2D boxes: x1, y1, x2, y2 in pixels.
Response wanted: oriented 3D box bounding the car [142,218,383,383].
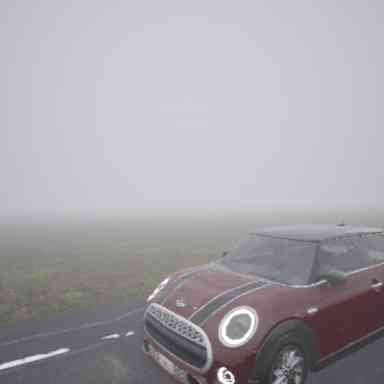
[{"bbox_3d":[1.534,1.350,5.086,4.553,1.767,2.097,0,0,-35],"label":"car"}]
